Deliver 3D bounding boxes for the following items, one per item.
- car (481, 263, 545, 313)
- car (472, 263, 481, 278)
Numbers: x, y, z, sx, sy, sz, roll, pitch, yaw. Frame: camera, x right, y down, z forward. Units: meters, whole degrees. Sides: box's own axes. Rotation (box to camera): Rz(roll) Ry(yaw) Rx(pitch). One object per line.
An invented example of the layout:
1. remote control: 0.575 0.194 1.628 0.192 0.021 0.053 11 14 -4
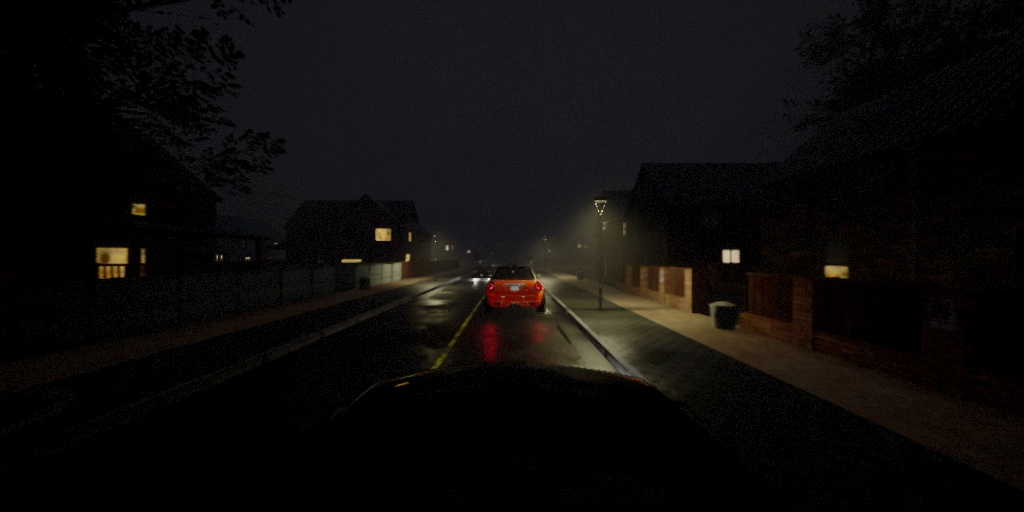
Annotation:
1. car: 0.096 1.108 14.174 2.097 1.767 4.553 0 0 0
2. car: -2.761 1.365 35.284 2.033 1.411 5.357 0 0 0
